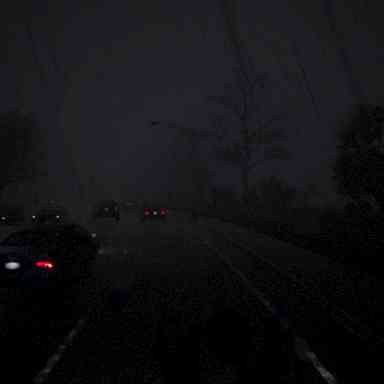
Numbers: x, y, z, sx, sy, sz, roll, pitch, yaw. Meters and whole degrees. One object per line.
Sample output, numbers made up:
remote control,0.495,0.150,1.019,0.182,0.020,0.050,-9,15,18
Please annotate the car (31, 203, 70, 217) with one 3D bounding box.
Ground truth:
car,-9.873,1.681,23.507,1.895,1.301,4.718,0,0,-13

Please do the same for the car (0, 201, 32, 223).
car,-13.606,1.632,24.243,2.033,1.411,5.357,0,0,-13

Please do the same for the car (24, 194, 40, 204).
car,-29.373,1.403,60.829,2.150,2.045,5.566,0,0,-33

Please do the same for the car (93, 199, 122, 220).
car,-7.404,1.444,28.790,2.097,1.767,4.553,0,0,-14

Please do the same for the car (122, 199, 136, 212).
car,-7.948,1.623,41.995,2.128,1.511,4.902,0,0,-20

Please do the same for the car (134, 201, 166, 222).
car,-3.329,1.631,27.179,2.033,1.411,5.357,0,0,-14

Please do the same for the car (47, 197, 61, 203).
car,-25.212,1.687,60.828,1.837,1.490,4.892,1,0,-32

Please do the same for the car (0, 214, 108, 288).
car,-3.940,1.582,9.388,2.033,1.411,5.357,0,0,-5
